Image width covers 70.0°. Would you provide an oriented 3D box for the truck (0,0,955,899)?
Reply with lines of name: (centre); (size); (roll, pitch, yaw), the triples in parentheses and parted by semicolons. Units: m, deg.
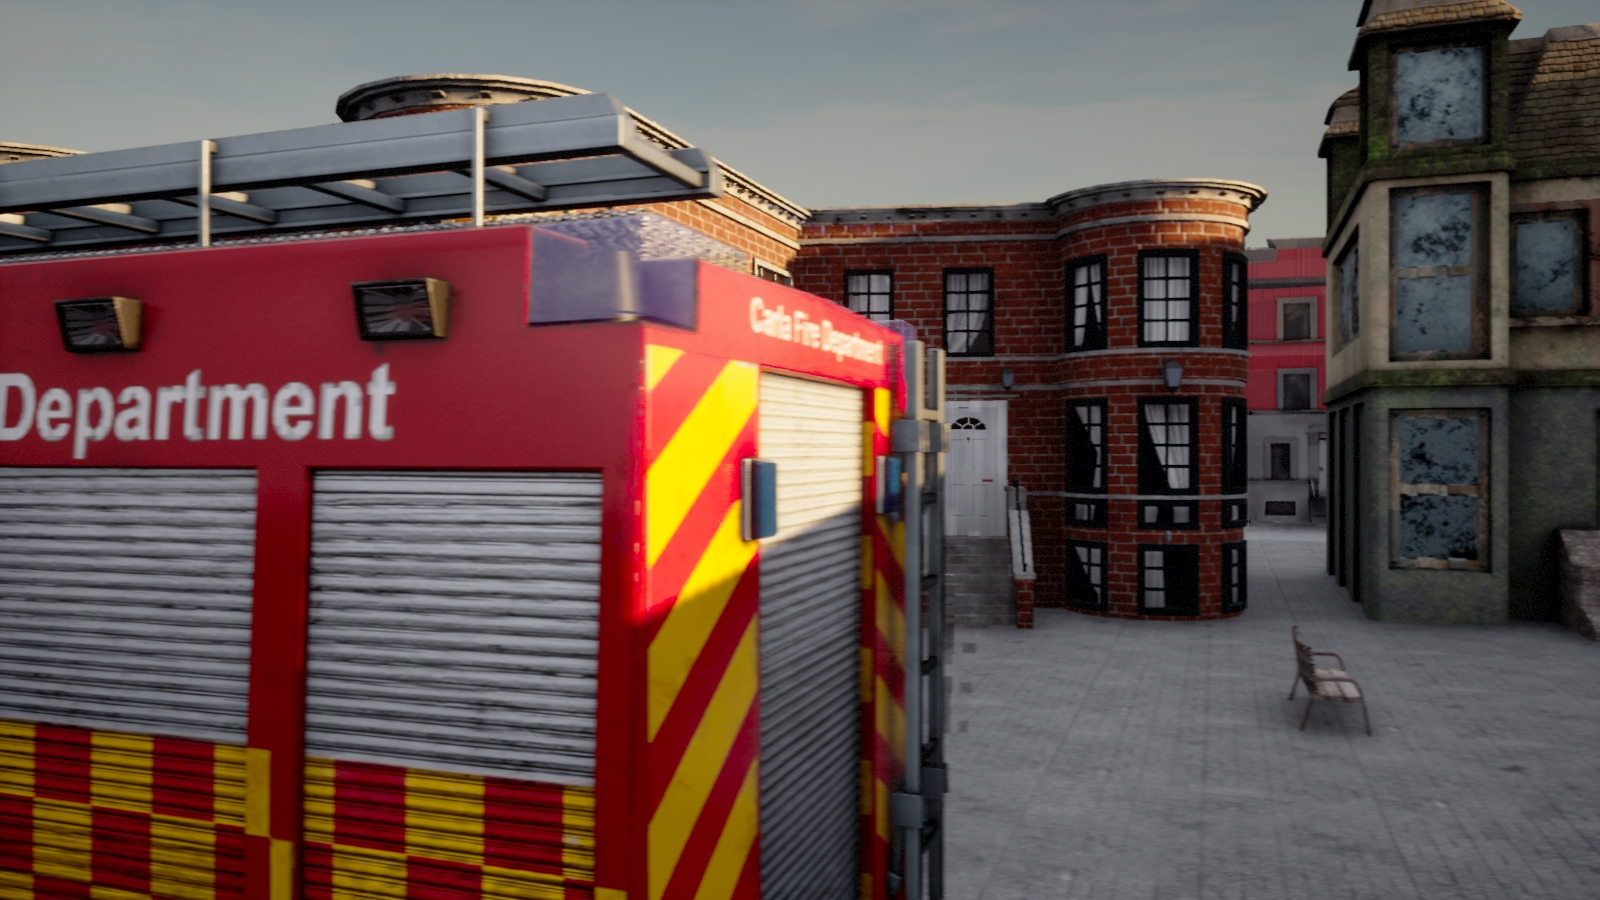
truck: (-3.766, 0.670, 5.252); (8.468, 3.827, 2.891); (0, 0, 20)
